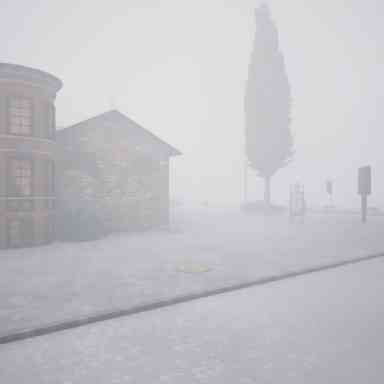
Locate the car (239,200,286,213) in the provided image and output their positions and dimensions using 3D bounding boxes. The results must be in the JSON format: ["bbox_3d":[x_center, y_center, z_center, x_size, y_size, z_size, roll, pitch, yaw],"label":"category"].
[{"bbox_3d":[7.438,1.547,35.842,2.033,1.411,5.357,0,0,-36],"label":"car"}]

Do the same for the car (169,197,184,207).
[{"bbox_3d":[-3.116,1.491,50.648,2.128,1.511,4.902,0,0,-35],"label":"car"}]
